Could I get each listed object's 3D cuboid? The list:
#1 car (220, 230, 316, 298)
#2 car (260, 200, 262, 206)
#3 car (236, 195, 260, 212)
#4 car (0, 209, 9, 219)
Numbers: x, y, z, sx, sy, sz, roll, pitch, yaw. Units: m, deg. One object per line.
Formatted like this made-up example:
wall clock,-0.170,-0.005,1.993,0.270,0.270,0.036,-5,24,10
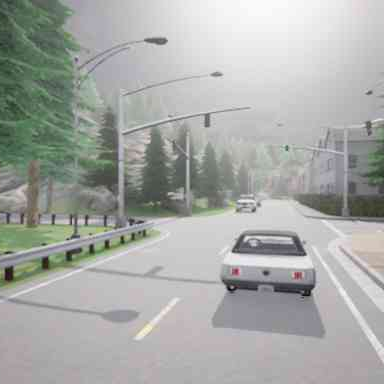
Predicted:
car,2.035,1.639,8.748,1.895,1.301,4.718,0,0,15
car,10.585,1.723,55.734,2.128,1.511,4.902,0,0,15
car,6.864,1.395,41.679,2.150,2.045,5.566,0,0,15
car,-17.601,1.661,27.778,4.181,1.385,1.994,0,0,9
